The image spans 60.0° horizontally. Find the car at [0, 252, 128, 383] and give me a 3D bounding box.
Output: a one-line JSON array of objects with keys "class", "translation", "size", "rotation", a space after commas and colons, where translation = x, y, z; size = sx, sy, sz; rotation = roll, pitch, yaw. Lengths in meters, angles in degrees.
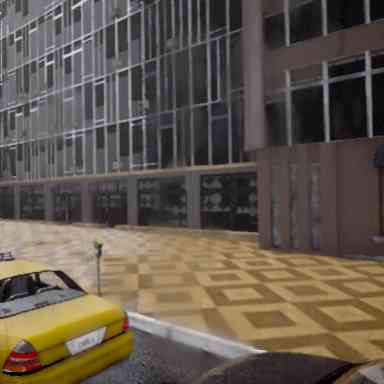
[{"class": "car", "translation": [-2.998, 1.566, 4.876], "size": [4.829, 1.417, 1.752], "rotation": [-1, -1, 36]}]

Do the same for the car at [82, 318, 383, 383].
[{"class": "car", "translation": [1.740, 1.546, 1.492], "size": [4.403, 1.369, 2.008], "rotation": [-1, -1, 36]}]
